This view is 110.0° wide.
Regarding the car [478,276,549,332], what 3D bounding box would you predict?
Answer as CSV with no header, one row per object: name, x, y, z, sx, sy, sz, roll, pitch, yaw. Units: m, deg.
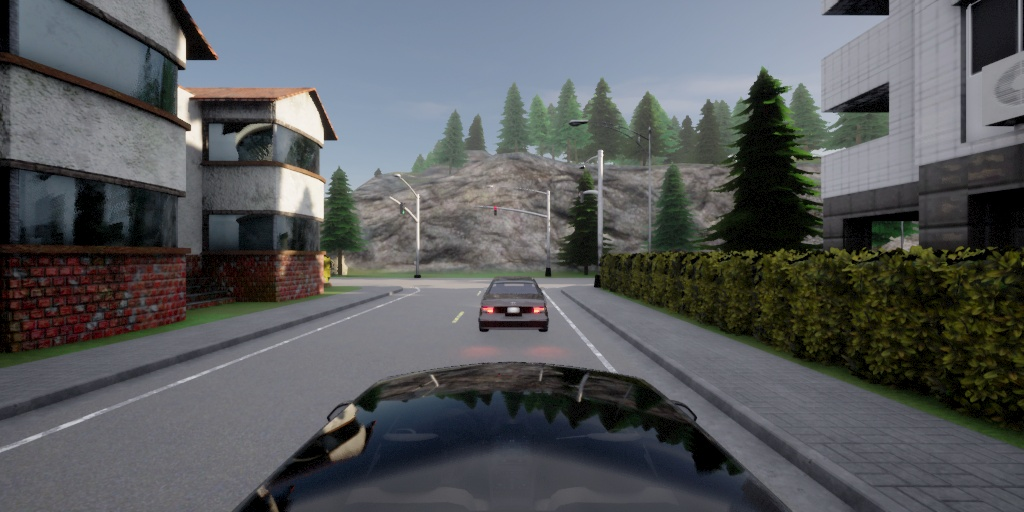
car,0.055,1.297,10.810,2.033,1.411,5.357,0,0,1
